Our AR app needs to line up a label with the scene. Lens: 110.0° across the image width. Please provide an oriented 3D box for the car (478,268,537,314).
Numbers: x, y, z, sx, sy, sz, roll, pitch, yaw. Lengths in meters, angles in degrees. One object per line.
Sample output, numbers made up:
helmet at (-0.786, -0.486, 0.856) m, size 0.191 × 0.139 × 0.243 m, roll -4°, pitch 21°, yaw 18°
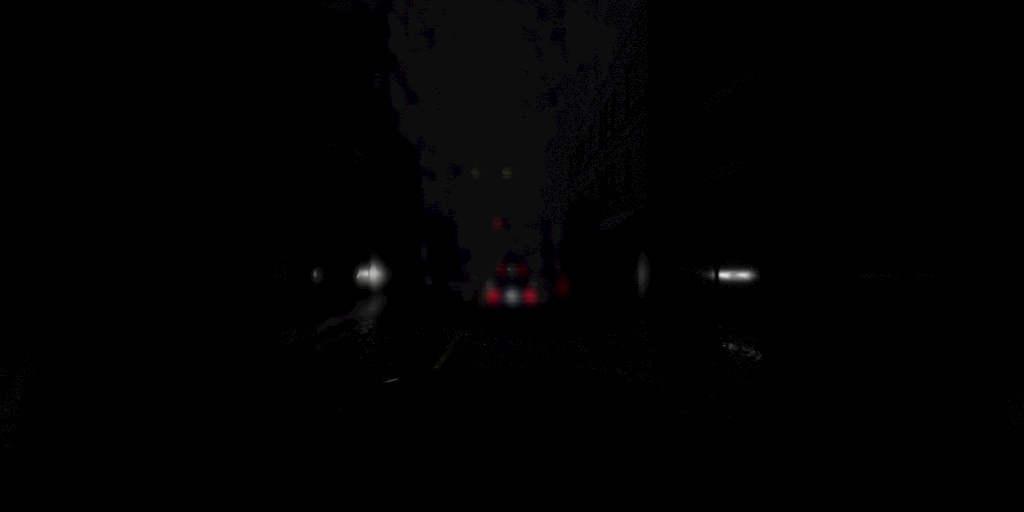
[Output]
car at (0.009, 1.398, 14.357) m, size 2.033 × 1.411 × 5.357 m, roll 0°, pitch 0°, yaw 0°

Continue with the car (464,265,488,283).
car at (-2.766, 1.454, 29.994) m, size 1.812 × 1.442 × 4.674 m, roll 0°, pitch 0°, yaw 0°

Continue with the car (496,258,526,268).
car at (-0.038, 1.151, 29.427) m, size 2.150 × 2.045 × 5.566 m, roll 0°, pitch 0°, yaw -1°
